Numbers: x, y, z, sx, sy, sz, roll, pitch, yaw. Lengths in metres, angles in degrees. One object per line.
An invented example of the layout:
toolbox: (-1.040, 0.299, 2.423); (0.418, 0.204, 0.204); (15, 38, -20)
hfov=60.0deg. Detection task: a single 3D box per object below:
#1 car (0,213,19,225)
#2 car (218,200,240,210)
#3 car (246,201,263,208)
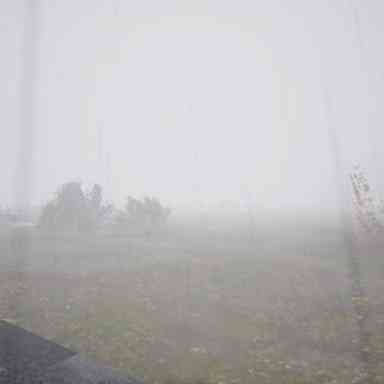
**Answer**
car: (-15.930, 1.872, 24.799); (2.033, 1.411, 5.357); (-2, -2, 30)
car: (6.323, 2.097, 55.868); (2.097, 1.767, 4.553); (-2, -2, 36)
car: (12.055, 2.418, 63.873); (1.994, 1.385, 4.181); (-2, -2, 36)
